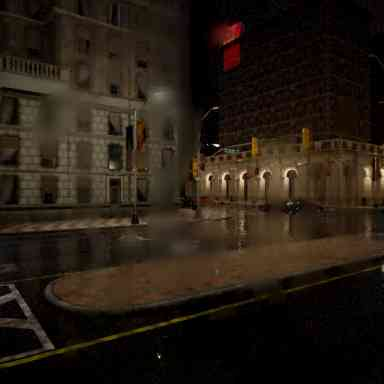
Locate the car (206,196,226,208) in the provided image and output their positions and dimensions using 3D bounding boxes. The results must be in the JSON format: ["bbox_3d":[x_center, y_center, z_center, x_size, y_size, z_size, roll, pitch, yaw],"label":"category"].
[{"bbox_3d":[2.906,1.352,48.709,2.097,1.767,4.553,0,0,-36],"label":"car"}]

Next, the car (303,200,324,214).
[{"bbox_3d":[11.633,1.547,36.528,2.033,1.411,5.357,0,0,-36],"label":"car"}]

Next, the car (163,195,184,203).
[{"bbox_3d":[-3.994,1.513,70.881,2.128,1.511,4.902,0,0,-35],"label":"car"}]

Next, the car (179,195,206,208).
[{"bbox_3d":[-0.705,1.492,47.743,2.128,1.511,4.902,0,0,-36],"label":"car"}]

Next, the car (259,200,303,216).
[{"bbox_3d":[8.499,1.601,32.889,1.895,1.301,4.718,0,0,-17],"label":"car"}]
